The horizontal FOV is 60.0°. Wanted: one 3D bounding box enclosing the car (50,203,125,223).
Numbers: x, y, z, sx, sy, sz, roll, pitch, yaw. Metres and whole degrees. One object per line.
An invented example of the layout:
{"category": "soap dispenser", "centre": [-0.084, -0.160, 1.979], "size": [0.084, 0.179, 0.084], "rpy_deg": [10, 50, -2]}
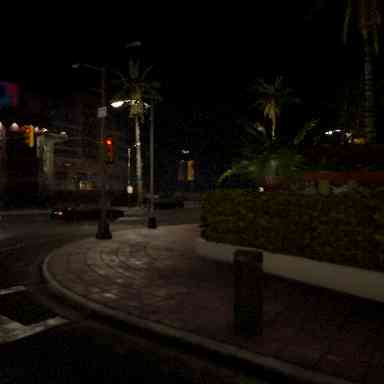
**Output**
{"category": "car", "centre": [-7.798, 1.529, 25.229], "size": [5.357, 1.411, 2.033], "rpy_deg": [0, 0, -43]}

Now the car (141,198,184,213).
{"category": "car", "centre": [-3.274, 1.469, 37.372], "size": [4.902, 1.511, 2.128], "rpy_deg": [0, 0, -30]}
